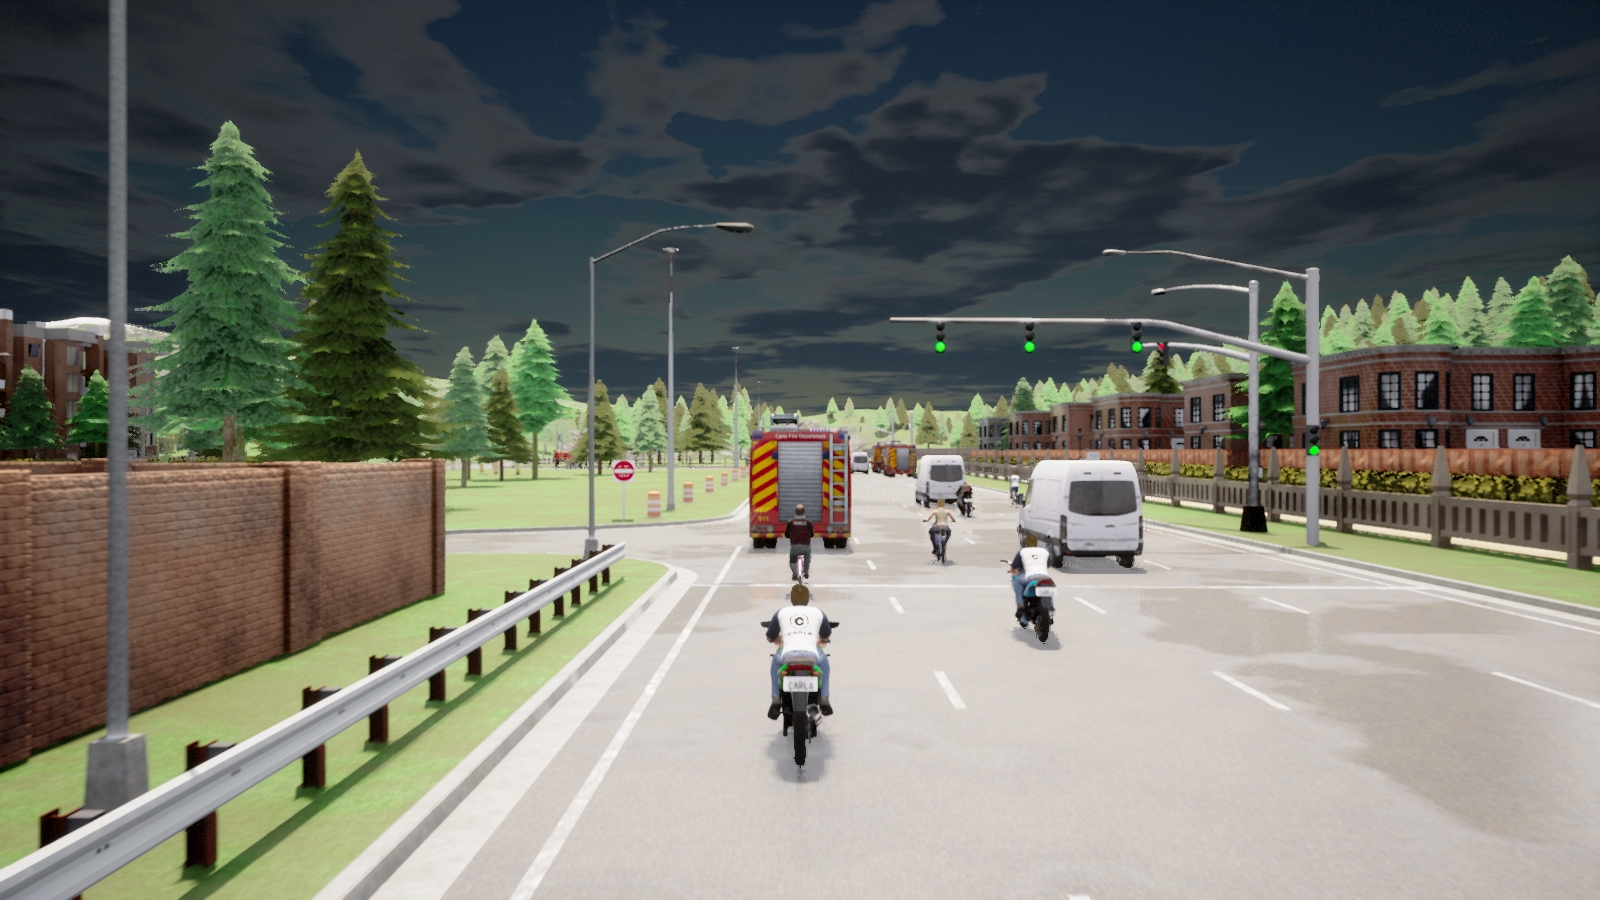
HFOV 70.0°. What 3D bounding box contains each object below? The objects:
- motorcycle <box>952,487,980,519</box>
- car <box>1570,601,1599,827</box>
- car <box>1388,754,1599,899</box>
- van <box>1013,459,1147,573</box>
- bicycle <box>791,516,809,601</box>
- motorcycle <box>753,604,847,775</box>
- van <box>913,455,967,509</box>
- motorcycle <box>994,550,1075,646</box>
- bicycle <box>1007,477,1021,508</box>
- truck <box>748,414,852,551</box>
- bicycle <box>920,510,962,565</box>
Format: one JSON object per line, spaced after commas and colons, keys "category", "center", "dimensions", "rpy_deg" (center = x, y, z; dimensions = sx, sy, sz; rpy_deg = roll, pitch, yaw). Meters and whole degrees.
{"category": "motorcycle", "center": [7.000, 2.217, 48.378], "dimensions": [0.867, 1.251, 2.209], "rpy_deg": [0, 0, 0]}
{"category": "car", "center": [7.001, 1.984, 6.216], "dimensions": [2.097, 1.638, 5.238], "rpy_deg": [0, 0, 0]}
{"category": "car", "center": [3.499, 2.067, 2.927], "dimensions": [1.816, 1.474, 4.193], "rpy_deg": [0, 0, 0]}
{"category": "van", "center": [6.997, 1.542, 29.291], "dimensions": [1.988, 2.561, 5.915], "rpy_deg": [0, 0, 0]}
{"category": "bicycle", "center": [-0.006, 2.066, 22.074], "dimensions": [0.329, 1.471, 1.835], "rpy_deg": [0, 0, 0]}
{"category": "motorcycle", "center": [-0.001, 2.188, 10.795], "dimensions": [0.803, 1.199, 2.033], "rpy_deg": [0, 0, 0]}
{"category": "van", "center": [6.995, 1.548, 57.482], "dimensions": [1.988, 2.561, 5.915], "rpy_deg": [0, 0, 0]}
{"category": "motorcycle", "center": [3.500, 2.190, 17.214], "dimensions": [0.803, 1.199, 2.033], "rpy_deg": [0, 0, 0]}
{"category": "bicycle", "center": [10.497, 2.070, 56.055], "dimensions": [0.373, 1.496, 1.643], "rpy_deg": [0, 0, 0]}
{"category": "truck", "center": [-0.004, 0.900, 36.138], "dimensions": [2.891, 3.827, 8.468], "rpy_deg": [0, 0, 0]}
{"category": "bicycle", "center": [3.500, 2.165, 28.500], "dimensions": [0.859, 1.277, 1.487], "rpy_deg": [0, 0, 0]}
